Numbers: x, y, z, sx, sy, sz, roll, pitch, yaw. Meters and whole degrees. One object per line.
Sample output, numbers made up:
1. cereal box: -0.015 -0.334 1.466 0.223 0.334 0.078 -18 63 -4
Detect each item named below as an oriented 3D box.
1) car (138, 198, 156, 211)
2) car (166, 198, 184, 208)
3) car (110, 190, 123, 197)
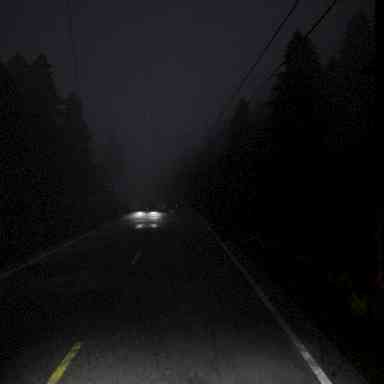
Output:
1. car: -4.894 1.387 36.627 1.895 1.301 4.718 0 0 -7
2. car: -2.223 1.353 41.968 1.895 1.301 4.718 0 0 -9
3. car: -17.480 0.577 75.221 2.150 2.045 5.566 0 0 -31
